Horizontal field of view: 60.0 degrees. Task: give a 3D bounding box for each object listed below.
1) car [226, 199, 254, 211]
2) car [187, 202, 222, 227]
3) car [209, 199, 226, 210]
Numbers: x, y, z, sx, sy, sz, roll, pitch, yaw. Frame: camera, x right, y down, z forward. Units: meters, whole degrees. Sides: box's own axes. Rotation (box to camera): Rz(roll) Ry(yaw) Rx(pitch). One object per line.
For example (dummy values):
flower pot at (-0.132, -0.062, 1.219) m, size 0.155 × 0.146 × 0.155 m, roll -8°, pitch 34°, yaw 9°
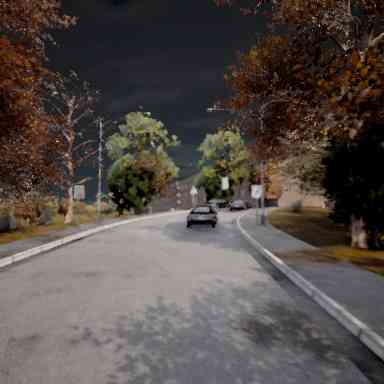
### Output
car at (6.129, 1.573, 40.749) m, size 1.994 × 1.385 × 4.181 m, roll -2°, pitch -1°, yaw 27°
car at (0.818, 1.629, 23.331) m, size 1.994 × 1.385 × 4.181 m, roll -1°, pitch 0°, yaw 7°
car at (3.087, 1.621, 42.375) m, size 2.128 × 1.511 × 4.902 m, roll -2°, pitch -1°, yaw 28°
